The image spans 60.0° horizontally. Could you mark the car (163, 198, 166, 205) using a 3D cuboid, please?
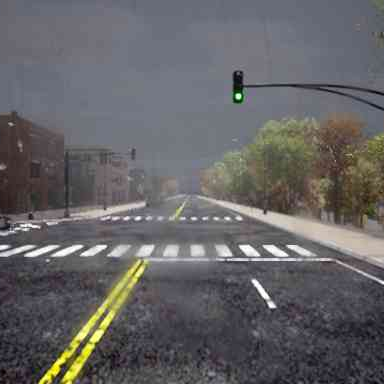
[{"bbox_3d":[-6.730,1.984,72.700,1.837,1.490,4.892,0,0,0],"label":"car"}]

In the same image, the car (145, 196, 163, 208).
[{"bbox_3d":[-6.663,1.709,57.213,2.150,2.045,5.566,0,1,0],"label":"car"}]

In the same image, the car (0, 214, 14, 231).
[{"bbox_3d":[-13.611,1.931,20.946,4.181,1.385,1.994,-2,2,-9],"label":"car"}]
